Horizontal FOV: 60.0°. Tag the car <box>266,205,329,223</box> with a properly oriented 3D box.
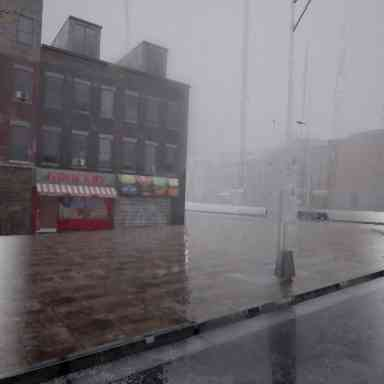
[{"bbox_3d":[8.095,1.657,25.771,1.895,1.301,4.718,3,-2,-35],"label":"car"}]
